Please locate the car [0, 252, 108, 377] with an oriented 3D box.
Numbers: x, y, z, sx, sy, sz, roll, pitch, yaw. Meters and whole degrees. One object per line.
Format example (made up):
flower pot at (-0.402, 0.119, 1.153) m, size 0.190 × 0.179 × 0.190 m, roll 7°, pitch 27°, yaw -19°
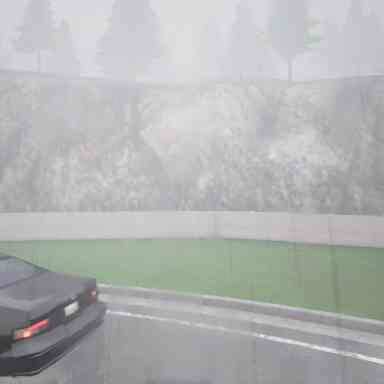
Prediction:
car at (-3.988, 1.547, 4.838) m, size 5.357 × 1.411 × 2.033 m, roll 0°, pitch 0°, yaw 13°
